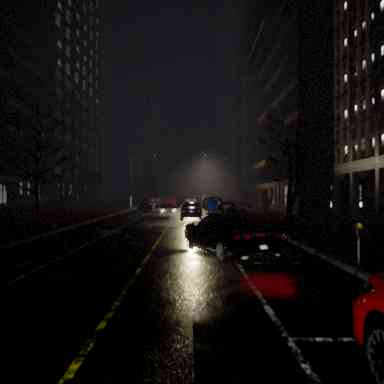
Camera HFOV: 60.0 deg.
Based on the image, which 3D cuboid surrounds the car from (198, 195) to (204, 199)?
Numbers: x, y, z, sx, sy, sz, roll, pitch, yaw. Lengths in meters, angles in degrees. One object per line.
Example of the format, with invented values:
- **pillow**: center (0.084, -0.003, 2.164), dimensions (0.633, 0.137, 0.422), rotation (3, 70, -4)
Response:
- **car**: center (2.480, 1.409, 48.520), dimensions (2.192, 1.841, 5.009), rotation (1, 0, 0)

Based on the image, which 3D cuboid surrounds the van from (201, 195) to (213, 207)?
- **van**: center (2.454, 1.444, 54.161), dimensions (1.690, 1.788, 3.998), rotation (1, 0, 0)

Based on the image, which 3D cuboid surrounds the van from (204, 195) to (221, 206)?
- **van**: center (2.531, 1.415, 37.236), dimensions (1.690, 1.788, 3.998), rotation (1, 0, 0)

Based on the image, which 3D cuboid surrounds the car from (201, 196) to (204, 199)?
- **car**: center (2.503, 1.635, 42.878), dimensions (2.008, 1.369, 4.403), rotation (1, 0, 0)

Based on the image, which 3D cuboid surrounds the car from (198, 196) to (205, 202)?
- **car**: center (2.323, 1.674, 82.537), dimensions (1.752, 1.417, 4.829), rotation (1, 0, 0)

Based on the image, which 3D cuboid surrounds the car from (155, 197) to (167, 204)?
- **car**: center (-5.980, 1.673, 65.382), dimensions (2.008, 1.369, 4.403), rotation (1, 0, 0)

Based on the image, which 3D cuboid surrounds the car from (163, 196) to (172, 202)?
- **car**: center (-6.057, 1.700, 82.310), dimensions (2.008, 1.369, 4.403), rotation (1, 0, 0)

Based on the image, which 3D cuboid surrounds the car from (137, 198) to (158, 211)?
- **car**: center (-5.875, 1.524, 42.811), dimensions (1.967, 1.590, 4.097), rotation (1, 0, 0)

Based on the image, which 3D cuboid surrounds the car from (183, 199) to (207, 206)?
- **car**: center (-0.048, 1.605, 28.790), dimensions (2.033, 1.411, 5.357), rotation (0, 0, 0)

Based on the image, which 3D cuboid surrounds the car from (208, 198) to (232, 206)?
- **car**: center (2.582, 1.492, 25.954), dimensions (1.967, 1.590, 4.097), rotation (0, 0, 0)

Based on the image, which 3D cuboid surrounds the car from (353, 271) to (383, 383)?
- **car**: center (3.100, 1.232, 1.802), dimensions (2.150, 2.045, 5.566), rotation (0, 0, 0)

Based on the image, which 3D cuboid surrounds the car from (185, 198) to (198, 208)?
- **car**: center (-0.138, 1.700, 51.721), dimensions (1.895, 1.301, 4.718), rotation (0, 0, 0)

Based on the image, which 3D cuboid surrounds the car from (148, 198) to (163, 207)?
- **car**: center (-5.928, 1.654, 54.097), dimensions (2.008, 1.369, 4.403), rotation (1, 0, 0)

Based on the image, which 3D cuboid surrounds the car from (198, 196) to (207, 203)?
- **car**: center (2.349, 1.722, 76.726), dimensions (1.802, 1.307, 4.206), rotation (1, 0, 0)

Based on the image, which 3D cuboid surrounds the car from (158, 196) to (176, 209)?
- **car**: center (-3.296, 1.570, 47.566), dimensions (1.882, 1.535, 5.008), rotation (0, 0, 0)

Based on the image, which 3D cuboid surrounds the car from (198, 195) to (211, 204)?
- **car**: center (2.403, 1.437, 65.444), dimensions (2.192, 1.841, 5.009), rotation (1, 0, 0)

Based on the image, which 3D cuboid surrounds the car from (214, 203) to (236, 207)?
- **car**: center (2.606, 1.586, 20.312), dimensions (1.887, 1.381, 4.507), rotation (0, 0, 0)

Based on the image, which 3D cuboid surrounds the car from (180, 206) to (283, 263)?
- **car**: center (1.269, 1.503, 12.246), dimensions (1.882, 1.535, 5.008), rotation (-1, 0, -21)
